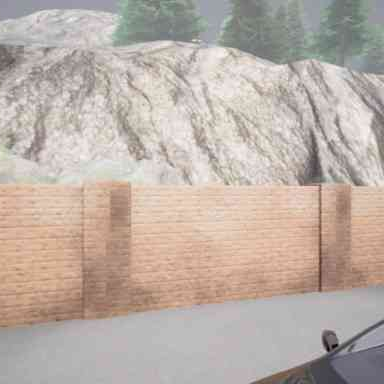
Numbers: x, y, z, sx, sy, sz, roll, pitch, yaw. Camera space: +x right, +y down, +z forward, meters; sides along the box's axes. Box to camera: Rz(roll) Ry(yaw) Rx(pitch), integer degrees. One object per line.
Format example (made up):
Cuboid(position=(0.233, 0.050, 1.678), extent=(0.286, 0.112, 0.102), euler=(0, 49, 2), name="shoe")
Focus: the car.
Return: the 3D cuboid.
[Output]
Cuboid(position=(2.071, 1.490, 1.962), extent=(4.902, 1.511, 2.128), euler=(0, 0, -19), name="car")
